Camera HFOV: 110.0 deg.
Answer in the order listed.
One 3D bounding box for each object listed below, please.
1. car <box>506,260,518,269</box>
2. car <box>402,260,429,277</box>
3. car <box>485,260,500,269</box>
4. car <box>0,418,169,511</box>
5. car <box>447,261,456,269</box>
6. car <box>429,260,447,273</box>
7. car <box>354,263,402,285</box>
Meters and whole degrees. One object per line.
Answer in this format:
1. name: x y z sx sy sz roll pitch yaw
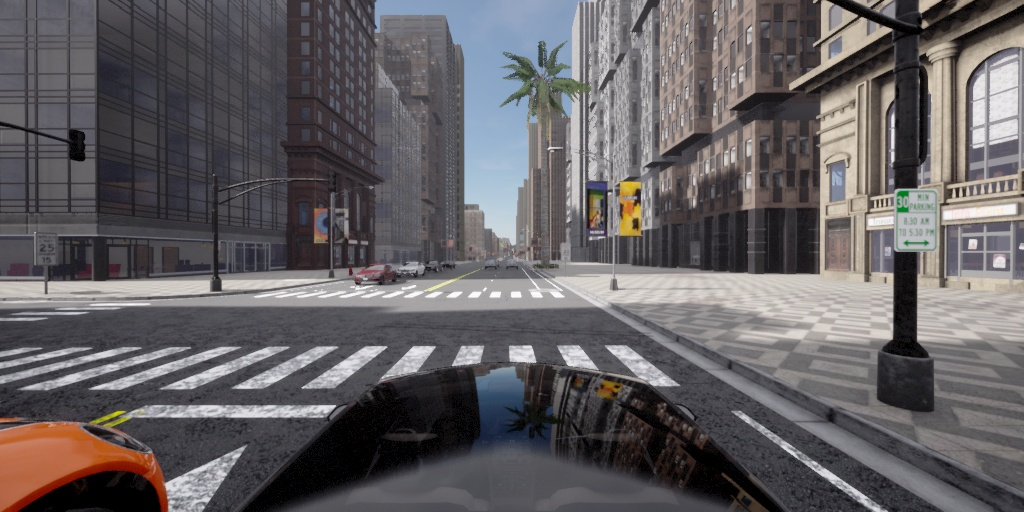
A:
1. car: 0.014 1.332 55.747 2.033 1.411 5.357 0 0 0
2. car: -9.839 1.284 35.280 1.812 1.442 4.674 0 0 0
3. car: -3.236 1.332 55.749 2.033 1.411 5.357 0 0 0
4. car: -3.150 1.102 0.269 2.097 1.767 4.553 0 0 0
5. car: -9.791 1.384 54.836 1.895 1.301 4.718 0 0 0
6. car: -9.836 1.272 44.536 1.837 1.490 4.892 0 0 0
7. car: -9.846 1.280 26.288 1.812 1.442 4.674 0 0 -1
